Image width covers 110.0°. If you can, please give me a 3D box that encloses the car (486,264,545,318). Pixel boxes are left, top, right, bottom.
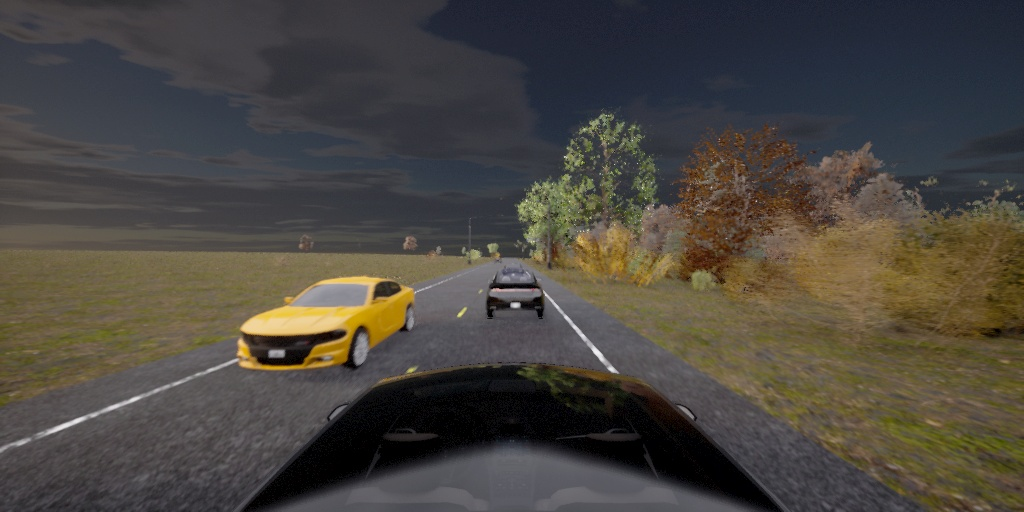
[{"bbox_3d":[0.103,1.224,12.875,2.128,1.511,4.902,0,0,0],"label":"car"}]

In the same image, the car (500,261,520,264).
[{"bbox_3d":[0.105,1.303,32.719,1.895,1.301,4.718,0,0,0],"label":"car"}]

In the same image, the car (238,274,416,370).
[{"bbox_3d":[-3.598,1.218,7.982,1.882,1.535,5.008,0,0,0],"label":"car"}]
